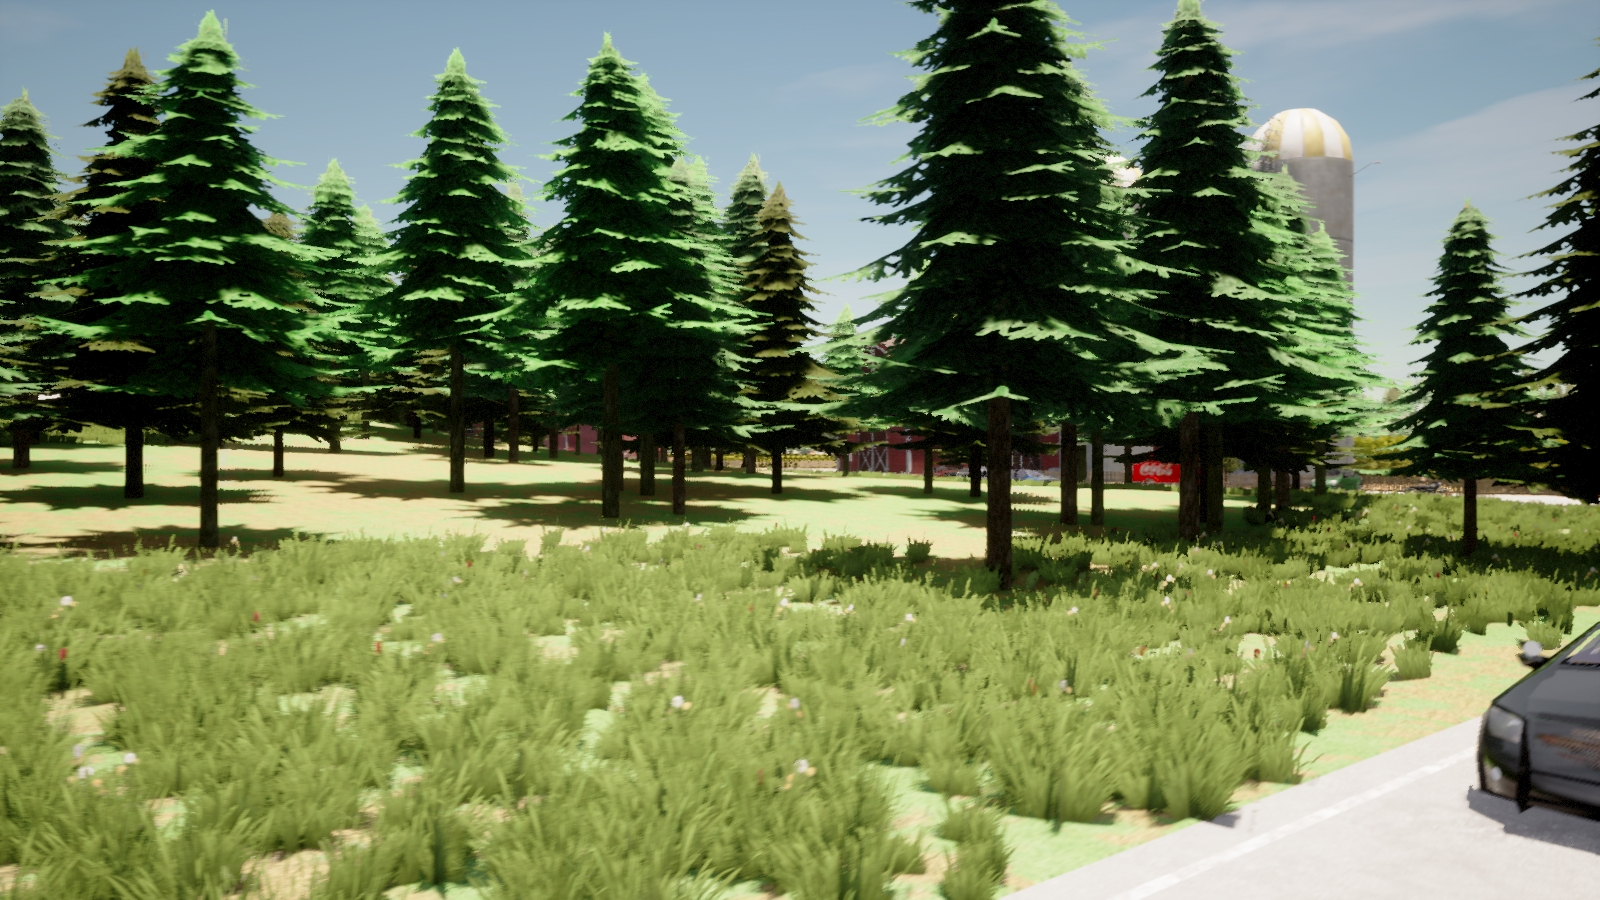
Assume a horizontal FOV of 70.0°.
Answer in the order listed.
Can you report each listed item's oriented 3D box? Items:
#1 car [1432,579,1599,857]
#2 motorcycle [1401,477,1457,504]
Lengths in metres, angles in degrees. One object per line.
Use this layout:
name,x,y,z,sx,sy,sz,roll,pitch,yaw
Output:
car,7.402,2.040,9.538,4.974,1.542,2.038,0,0,-40
motorcycle,31.830,2.049,57.832,0.764,1.277,2.356,0,0,-39
